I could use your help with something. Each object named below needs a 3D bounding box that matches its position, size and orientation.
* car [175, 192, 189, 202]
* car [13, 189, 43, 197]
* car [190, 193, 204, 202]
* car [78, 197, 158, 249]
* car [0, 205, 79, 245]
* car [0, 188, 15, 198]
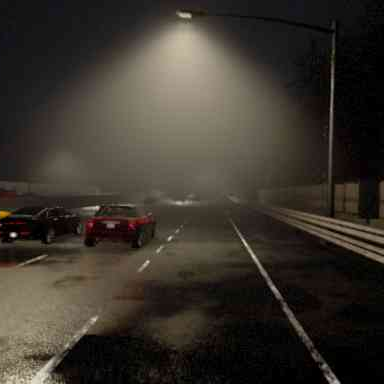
[{"bbox_3d":[-2.570,1.154,74.010,2.150,2.045,5.566,2,0,4],"label":"car"},{"bbox_3d":[-25.037,0.769,51.784,2.128,1.511,4.902,2,0,4],"label":"car"},{"bbox_3d":[1.298,1.541,79.792,1.837,1.490,4.892,2,0,4],"label":"car"},{"bbox_3d":[-2.877,1.271,14.430,2.097,1.767,4.553,2,0,4],"label":"car"},{"bbox_3d":[-6.378,1.324,14.564,1.837,1.490,4.892,2,0,4],"label":"car"},{"bbox_3d":[-28.627,0.448,50.339,2.150,2.045,5.566,2,1,4],"label":"car"}]
